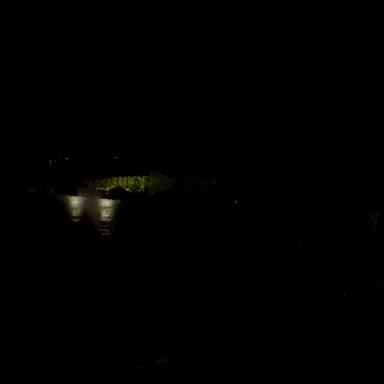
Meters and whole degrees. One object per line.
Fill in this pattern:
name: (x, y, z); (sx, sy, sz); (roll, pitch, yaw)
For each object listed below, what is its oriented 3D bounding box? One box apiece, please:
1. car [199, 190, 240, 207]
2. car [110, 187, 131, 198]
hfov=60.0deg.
car: (2.688, 0.605, 32.970); (2.128, 1.511, 4.902); (-1, 2, -35)
car: (-11.401, 0.023, 52.809); (2.097, 1.767, 4.553); (-1, 2, -35)
